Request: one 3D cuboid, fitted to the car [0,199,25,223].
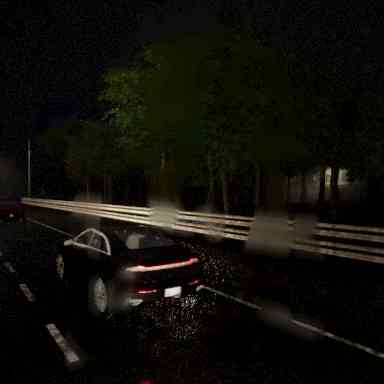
[{"bbox_3d":[-13.901,1.500,25.012,1.882,1.535,5.008,0,0,-35],"label":"car"}]

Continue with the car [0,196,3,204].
[{"bbox_3d":[-37.152,1.553,62.371,2.033,1.411,5.357,0,0,-20],"label":"car"}]

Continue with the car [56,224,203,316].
[{"bbox_3d":[-1.721,1.494,7.695,2.128,1.511,4.902,0,0,-35],"label":"car"}]
